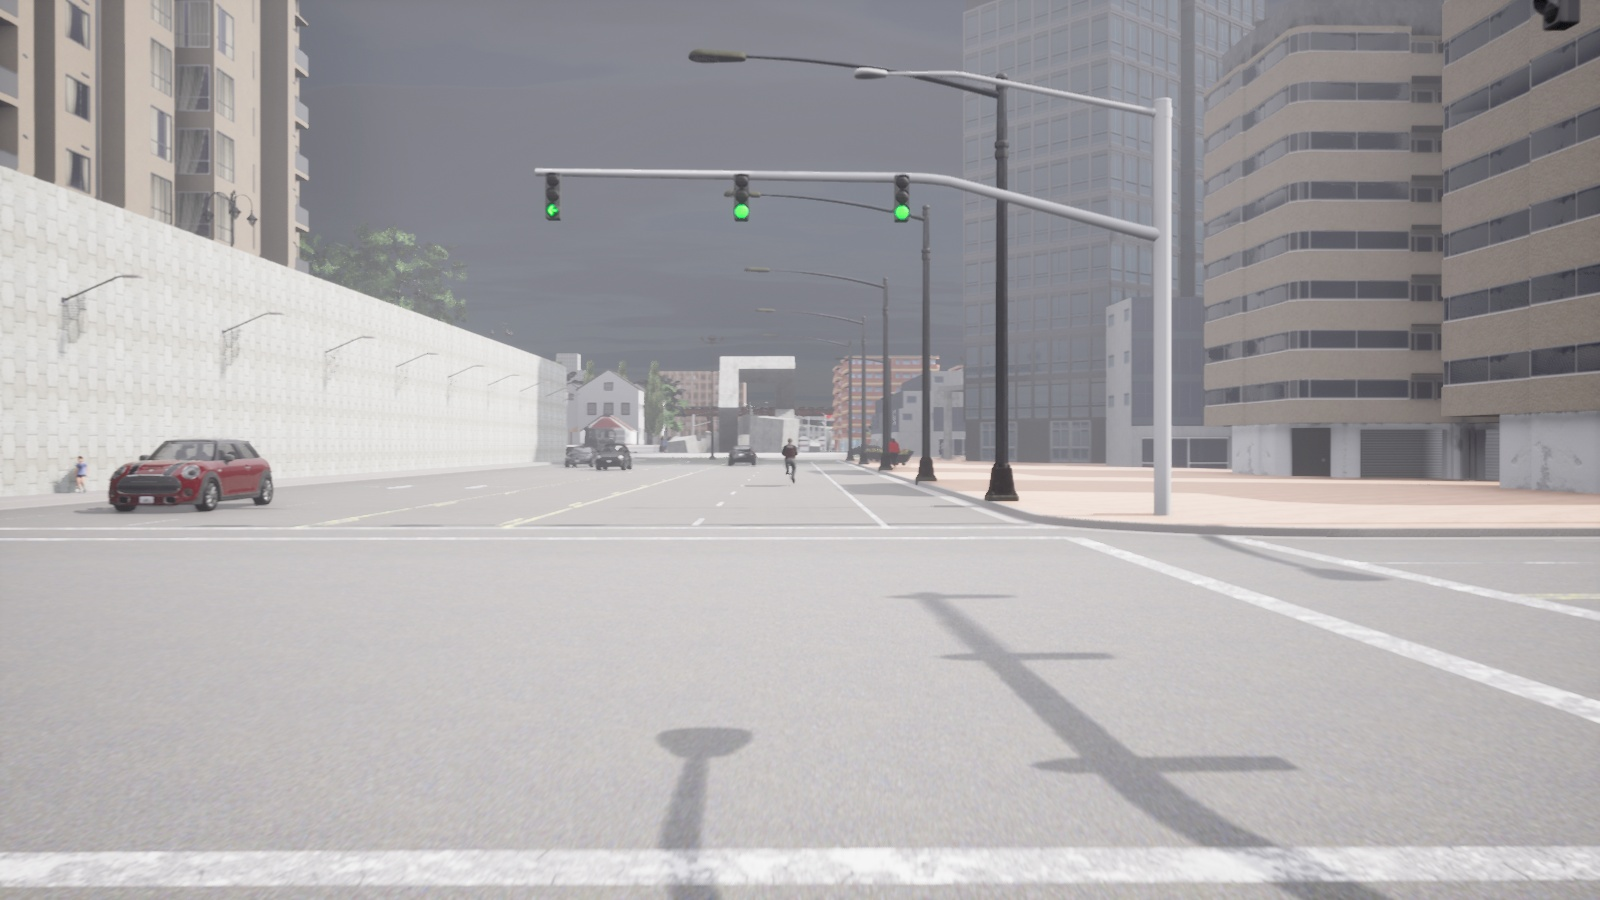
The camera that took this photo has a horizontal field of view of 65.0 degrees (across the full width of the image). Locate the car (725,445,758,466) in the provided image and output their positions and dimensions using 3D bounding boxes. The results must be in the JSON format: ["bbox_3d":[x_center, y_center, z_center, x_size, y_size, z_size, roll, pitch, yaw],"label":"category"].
[{"bbox_3d":[-4.257,0.389,92.044,2.163,1.488,4.792,0,0,0],"label":"car"}]

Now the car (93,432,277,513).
[{"bbox_3d":[-14.263,0.476,29.467,2.097,1.767,4.553,0,0,0],"label":"car"}]

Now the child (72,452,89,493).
[{"bbox_3d":[-20.074,0.625,35.021,0.255,1.110,0.394,0,0,-2],"label":"child"}]

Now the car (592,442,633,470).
[{"bbox_3d":[-11.120,0.346,74.642,1.851,1.617,3.988,0,0,0],"label":"car"}]

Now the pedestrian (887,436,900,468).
[{"bbox_3d":[5.491,0.124,73.899,0.634,1.844,0.899,0,0,-3],"label":"pedestrian"}]

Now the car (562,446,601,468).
[{"bbox_3d":[-14.699,0.431,84.646,1.812,1.442,4.674,0,0,0],"label":"car"}]
